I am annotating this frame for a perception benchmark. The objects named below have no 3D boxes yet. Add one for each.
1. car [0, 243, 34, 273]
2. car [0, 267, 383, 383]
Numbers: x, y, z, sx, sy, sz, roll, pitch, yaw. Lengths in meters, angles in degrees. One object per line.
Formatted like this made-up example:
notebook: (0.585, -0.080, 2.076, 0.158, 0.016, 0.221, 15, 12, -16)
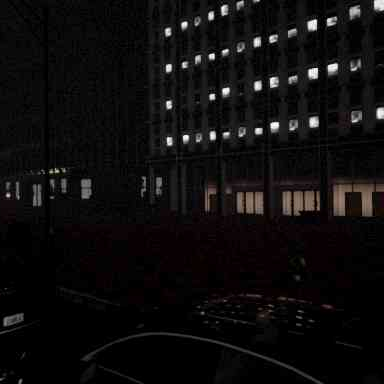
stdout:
car: (-4.261, 1.552, 5.929, 4.403, 1.369, 2.008, 0, -1, 36)
car: (0.271, 1.551, 2.694, 4.403, 1.369, 2.008, 0, -1, 36)
